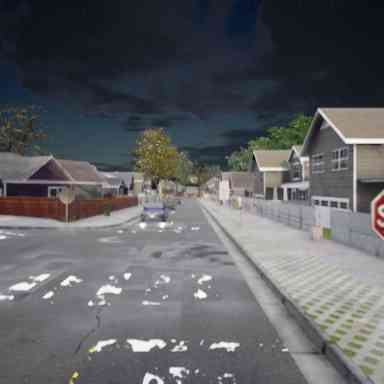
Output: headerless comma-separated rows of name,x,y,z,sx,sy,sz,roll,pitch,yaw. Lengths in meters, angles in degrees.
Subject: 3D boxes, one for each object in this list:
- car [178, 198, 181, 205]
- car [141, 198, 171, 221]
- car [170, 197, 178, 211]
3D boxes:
car,-2.994,1.591,58.261,1.994,1.385,4.181,0,0,0
car,-2.937,1.512,26.733,1.812,1.442,4.674,0,0,0
car,-2.982,1.502,40.277,1.837,1.490,4.892,0,0,0
